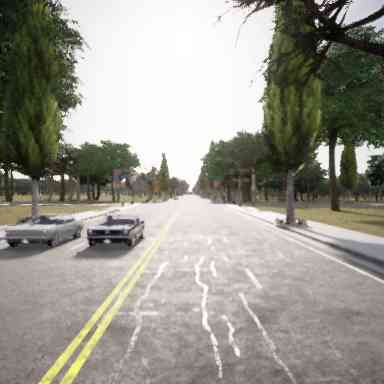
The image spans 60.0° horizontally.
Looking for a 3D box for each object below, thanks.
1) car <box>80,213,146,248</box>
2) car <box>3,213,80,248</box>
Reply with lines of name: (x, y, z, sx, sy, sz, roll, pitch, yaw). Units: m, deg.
car: (-3.349, 1.676, 15.417, 1.895, 1.301, 4.718, 0, 0, 0)
car: (-6.600, 1.675, 15.404, 1.895, 1.301, 4.718, 0, 0, 0)
